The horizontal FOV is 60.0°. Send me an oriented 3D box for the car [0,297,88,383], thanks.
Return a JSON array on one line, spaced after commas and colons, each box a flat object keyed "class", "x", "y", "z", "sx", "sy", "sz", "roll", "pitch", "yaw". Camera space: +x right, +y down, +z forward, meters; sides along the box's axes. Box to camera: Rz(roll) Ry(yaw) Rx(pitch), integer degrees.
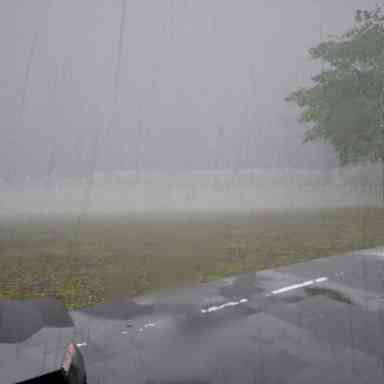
[{"class": "car", "x": -3.100, "y": 1.506, "z": 1.789, "sx": 4.902, "sy": 1.511, "sz": 2.128, "roll": -1, "pitch": 0, "yaw": -35}]
